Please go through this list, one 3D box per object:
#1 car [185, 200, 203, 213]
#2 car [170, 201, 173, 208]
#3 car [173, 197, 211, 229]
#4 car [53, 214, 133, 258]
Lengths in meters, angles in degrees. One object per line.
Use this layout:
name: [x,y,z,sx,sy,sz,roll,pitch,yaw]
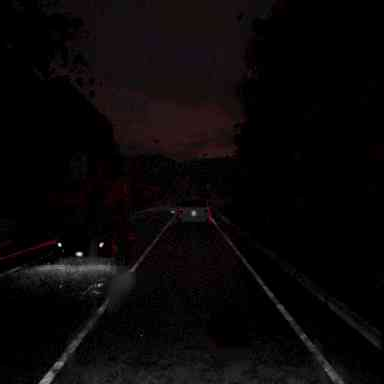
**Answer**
car: [0.322,1.749,41.595,2.033,1.411,5.357,0,0,2]
car: [-2.282,1.782,53.973,2.128,1.511,4.902,-1,0,8]
car: [0.102,1.338,22.591,2.150,2.045,5.566,0,0,0]
car: [-3.598,1.615,13.276,2.033,1.411,5.357,0,0,0]
